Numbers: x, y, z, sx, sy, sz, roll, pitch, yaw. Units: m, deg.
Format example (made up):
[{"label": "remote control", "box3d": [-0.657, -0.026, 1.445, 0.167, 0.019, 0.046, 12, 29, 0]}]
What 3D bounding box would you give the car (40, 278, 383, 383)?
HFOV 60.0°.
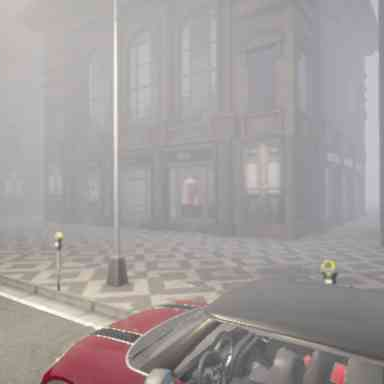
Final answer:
[{"label": "car", "box3d": [0.601, 1.448, 2.532, 4.097, 1.590, 1.967, -1, 0, 36]}]
